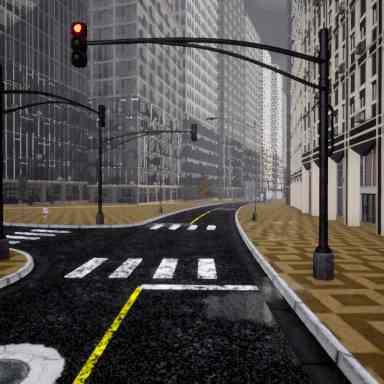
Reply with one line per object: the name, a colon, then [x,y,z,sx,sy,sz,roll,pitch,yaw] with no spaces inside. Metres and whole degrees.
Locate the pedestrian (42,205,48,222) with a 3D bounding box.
pedestrian: [-9.295,1.345,21.045,0.500,1.100,0.500,0,0,17]
